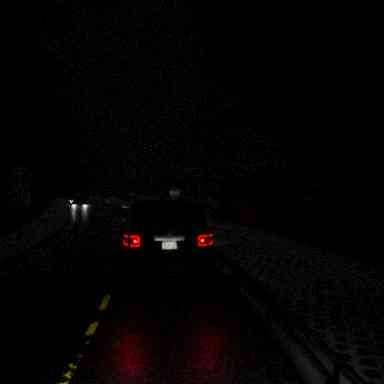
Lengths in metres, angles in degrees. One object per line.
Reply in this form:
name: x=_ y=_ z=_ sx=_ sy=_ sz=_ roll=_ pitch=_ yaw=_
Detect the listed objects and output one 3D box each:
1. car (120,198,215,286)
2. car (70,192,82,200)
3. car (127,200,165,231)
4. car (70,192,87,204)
car: x=-0.767 y=1.172 z=9.494 sx=2.150 sy=2.045 sz=5.566 roll=0 pitch=0 yaw=-6
car: x=-22.725 y=0.746 z=65.007 sx=1.882 sy=1.535 sz=5.008 roll=1 pitch=0 yaw=-21
car: x=-3.053 y=1.347 z=20.963 sx=1.882 sy=1.535 sz=5.008 roll=1 pitch=1 yaw=-14
car: x=-16.261 y=0.988 z=48.158 sx=1.812 sy=1.442 sz=4.674 roll=1 pitch=0 yaw=-21
